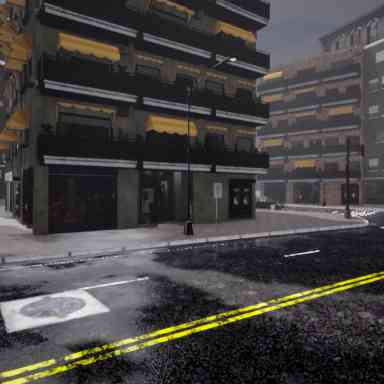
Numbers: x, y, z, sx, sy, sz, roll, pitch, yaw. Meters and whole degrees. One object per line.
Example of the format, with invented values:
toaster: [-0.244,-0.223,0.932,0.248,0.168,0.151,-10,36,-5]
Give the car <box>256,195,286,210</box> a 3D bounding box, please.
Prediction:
car: [7.420,1.160,34.228,4.403,1.369,2.008,1,0,38]

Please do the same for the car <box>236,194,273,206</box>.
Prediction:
car: [8.324,1.071,44.206,4.403,1.369,2.008,1,0,38]
